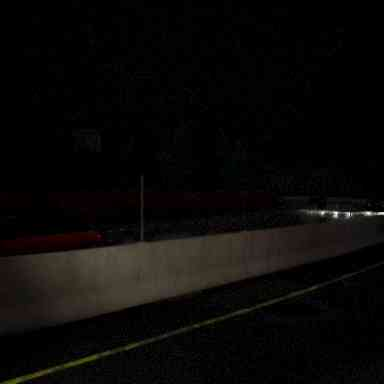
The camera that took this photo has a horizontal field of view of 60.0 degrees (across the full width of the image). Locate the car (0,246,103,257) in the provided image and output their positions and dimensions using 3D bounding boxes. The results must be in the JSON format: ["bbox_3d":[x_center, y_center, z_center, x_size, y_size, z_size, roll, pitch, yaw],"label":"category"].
[{"bbox_3d":[-4.740,1.385,8.890,4.553,1.767,2.097,0,0,-37],"label":"car"}]
